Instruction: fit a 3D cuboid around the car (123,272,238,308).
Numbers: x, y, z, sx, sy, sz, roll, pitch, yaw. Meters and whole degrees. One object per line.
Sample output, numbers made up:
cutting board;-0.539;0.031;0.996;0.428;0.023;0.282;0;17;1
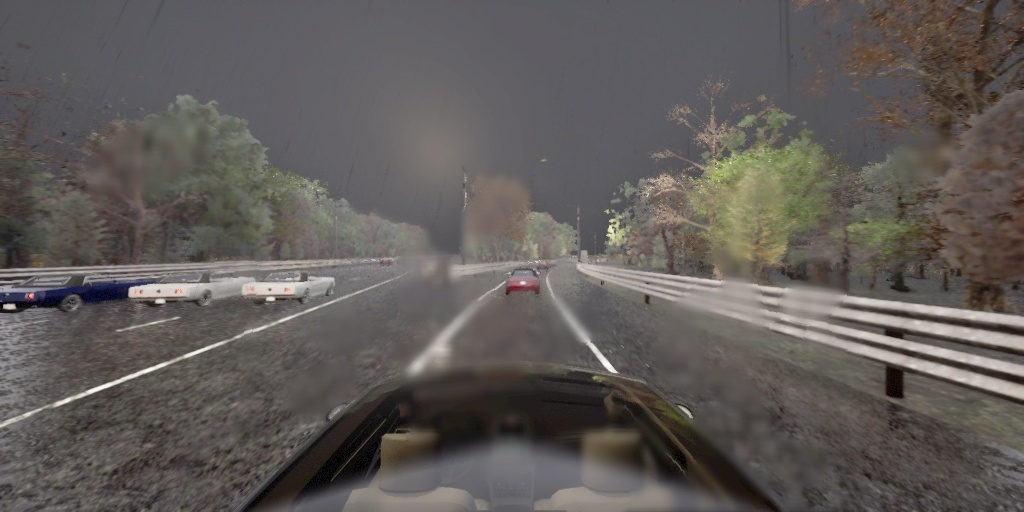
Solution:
car;-12.788;1.303;14.887;1.895;1.301;4.718;0;0;-9

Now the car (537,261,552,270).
car;4.976;1.541;57.420;1.812;1.442;4.674;0;0;11

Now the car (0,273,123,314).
car;-16.109;1.300;13.460;1.895;1.301;4.718;0;0;-9

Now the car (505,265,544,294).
car;0.706;1.407;21.003;1.994;1.385;4.181;0;0;3

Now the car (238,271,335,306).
car;-9.355;1.306;15.590;1.895;1.301;4.718;0;0;-9
